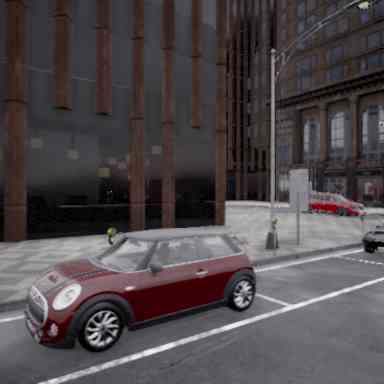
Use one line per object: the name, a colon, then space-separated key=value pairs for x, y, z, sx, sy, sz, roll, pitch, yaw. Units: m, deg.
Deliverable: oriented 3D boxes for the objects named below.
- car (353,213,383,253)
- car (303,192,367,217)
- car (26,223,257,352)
car: x=8.222 y=1.583 z=12.518 sx=4.313 sy=1.339 sz=1.947 roll=0 pitch=0 yaw=-36
car: x=11.753 y=1.123 z=28.269 sx=2.150 sy=2.045 sz=5.566 roll=0 pitch=2 yaw=-36
car: x=-0.769 y=1.444 z=6.100 sx=4.097 sy=1.590 sz=1.967 roll=0 pitch=0 yaw=-36
